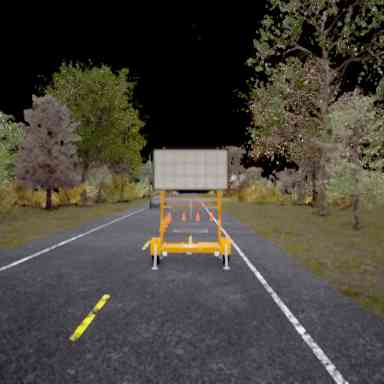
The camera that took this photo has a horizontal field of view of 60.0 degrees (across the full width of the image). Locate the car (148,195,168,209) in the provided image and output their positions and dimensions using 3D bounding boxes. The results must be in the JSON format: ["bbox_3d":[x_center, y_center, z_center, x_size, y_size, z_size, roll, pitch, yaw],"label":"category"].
[{"bbox_3d":[-3.746,1.135,37.748,1.837,1.490,4.892,0,0,0],"label":"car"}]

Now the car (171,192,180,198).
[{"bbox_3d":[-3.815,0.660,78.920,1.994,1.385,4.181,0,0,0],"label":"car"}]

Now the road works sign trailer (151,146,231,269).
[{"bbox_3d":[-0.037,0.351,10.657,2.380,3.560,2.880,0,1,0],"label":"road works sign trailer"}]
